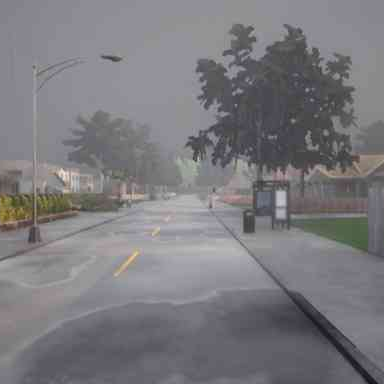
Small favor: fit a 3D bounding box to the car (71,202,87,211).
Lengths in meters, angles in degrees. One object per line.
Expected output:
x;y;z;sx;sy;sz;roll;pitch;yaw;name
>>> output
-12.884;1.314;31.750;5.357;1.415;2.033;0;0;3;car
